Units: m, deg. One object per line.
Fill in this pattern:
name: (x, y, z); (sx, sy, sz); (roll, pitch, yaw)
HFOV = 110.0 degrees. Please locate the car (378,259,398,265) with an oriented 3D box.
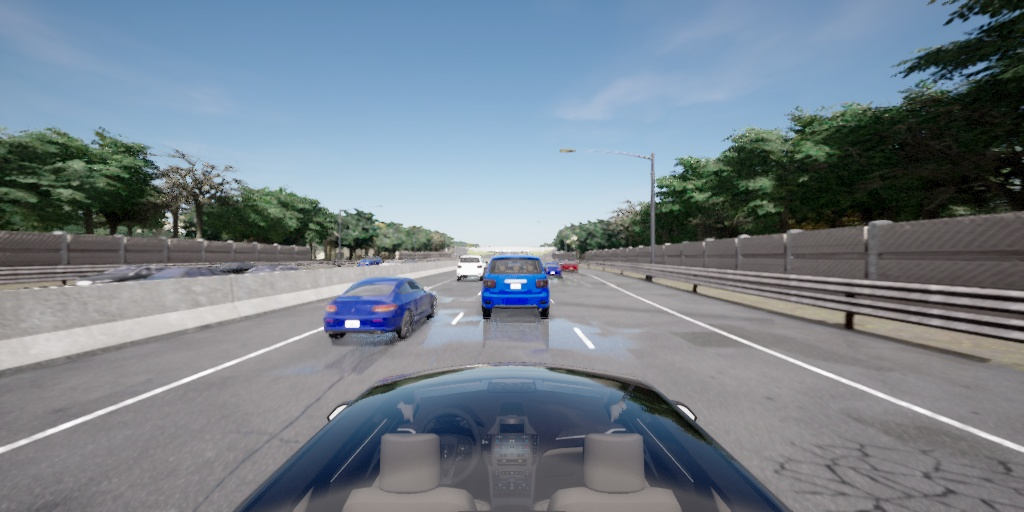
car: (-20.658, 1.474, 61.446); (1.895, 1.301, 4.718); (0, 0, 1)

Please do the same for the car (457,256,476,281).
car: (-3.314, 1.006, 30.623); (2.150, 2.045, 5.566); (0, 0, 0)

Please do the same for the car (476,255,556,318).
car: (0.114, 0.982, 13.126); (2.150, 2.045, 5.566); (0, 0, 0)

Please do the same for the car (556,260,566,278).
car: (3.606, 1.318, 33.878); (1.812, 1.442, 4.674); (0, 0, 0)

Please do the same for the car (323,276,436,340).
car: (-3.391, 1.283, 9.926); (1.812, 1.442, 4.674); (0, 0, 0)

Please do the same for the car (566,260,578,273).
car: (7.116, 1.300, 45.040); (1.882, 1.535, 5.008); (0, 0, 2)

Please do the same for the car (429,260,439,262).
car: (-13.661, 1.379, 61.939); (1.837, 1.490, 4.892); (0, 0, 1)

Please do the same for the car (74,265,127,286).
car: (-21.062, 1.256, 20.059); (2.128, 1.511, 4.902); (0, 0, 0)

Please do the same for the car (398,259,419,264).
car: (-17.175, 1.350, 60.970); (1.882, 1.535, 5.008); (0, 0, 1)

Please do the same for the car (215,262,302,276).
car: (-14.059, 1.258, 20.846); (2.128, 1.511, 4.902); (0, 0, 0)

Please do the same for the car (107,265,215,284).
car: (-17.567, 1.312, 19.238); (2.033, 1.411, 5.357); (0, 0, 0)
